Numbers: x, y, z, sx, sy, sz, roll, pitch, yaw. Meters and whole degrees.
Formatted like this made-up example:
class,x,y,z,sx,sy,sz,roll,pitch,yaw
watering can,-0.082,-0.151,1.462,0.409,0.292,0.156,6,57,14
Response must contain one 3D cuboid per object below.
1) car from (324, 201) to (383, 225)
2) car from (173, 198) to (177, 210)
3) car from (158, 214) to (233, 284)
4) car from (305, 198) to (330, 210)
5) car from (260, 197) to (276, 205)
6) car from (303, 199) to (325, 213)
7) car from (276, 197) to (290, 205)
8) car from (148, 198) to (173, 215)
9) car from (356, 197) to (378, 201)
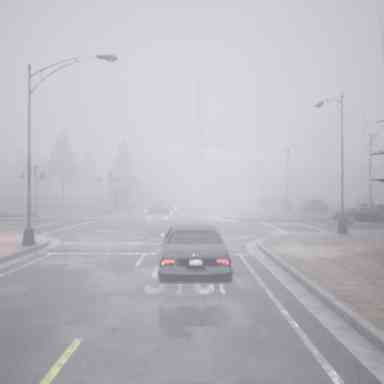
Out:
class,x,y,z,sx,sy,sz,roll,pitch,yaw
car,12.686,1.612,24.283,4.902,1.511,2.128,0,0,1
car,-3.557,1.736,46.291,1.882,1.535,5.008,0,0,0
car,0.012,1.603,9.798,2.033,1.411,5.357,0,0,-2
car,17.044,1.639,45.438,1.970,1.475,3.806,0,0,0
car,14.253,1.698,64.082,2.007,1.523,4.514,0,0,0
car,13.985,1.587,38.050,1.845,1.501,3.633,0,0,0
car,17.390,1.689,64.101,2.152,1.636,5.027,0,0,0
car,-3.567,1.555,36.267,2.097,1.767,4.553,0,0,0
car,29.154,1.635,56.302,1.845,1.501,3.633,0,0,0
